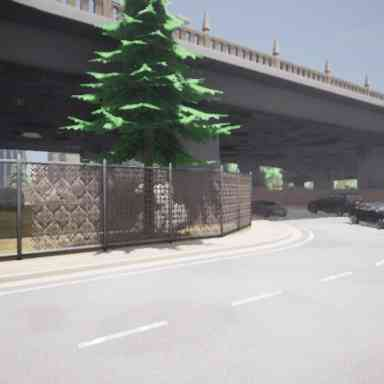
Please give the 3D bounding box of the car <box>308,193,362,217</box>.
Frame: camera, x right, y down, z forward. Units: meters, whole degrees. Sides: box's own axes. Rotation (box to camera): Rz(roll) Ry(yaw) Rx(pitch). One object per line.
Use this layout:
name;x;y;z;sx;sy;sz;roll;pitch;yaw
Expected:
car;13.258;1.113;30.939;2.150;2.045;5.566;0;0;-20

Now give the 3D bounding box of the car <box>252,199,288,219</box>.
car;6.311;1.424;28.780;1.837;1.490;4.892;0;0;-20

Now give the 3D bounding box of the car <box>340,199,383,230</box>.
car;11.658;1.412;20.624;2.128;1.511;4.902;0;0;-4
